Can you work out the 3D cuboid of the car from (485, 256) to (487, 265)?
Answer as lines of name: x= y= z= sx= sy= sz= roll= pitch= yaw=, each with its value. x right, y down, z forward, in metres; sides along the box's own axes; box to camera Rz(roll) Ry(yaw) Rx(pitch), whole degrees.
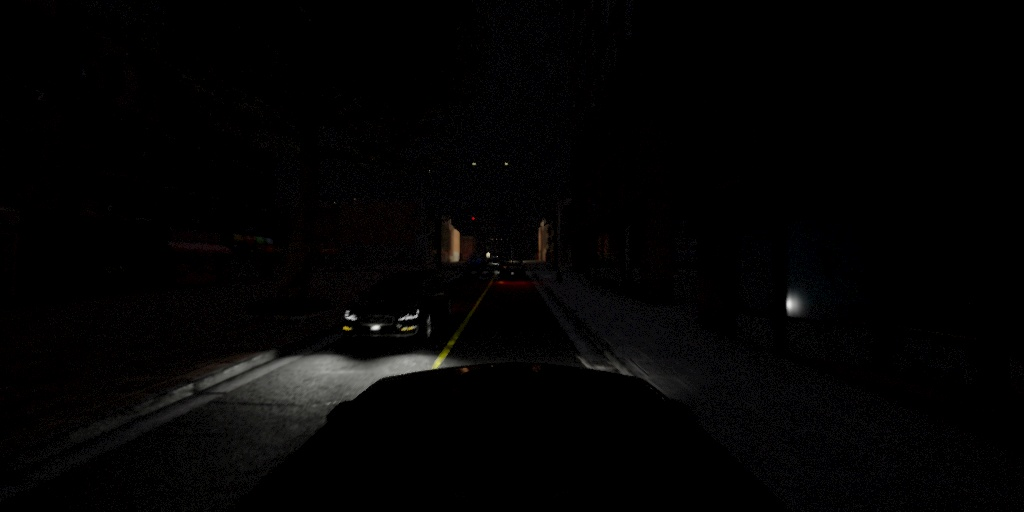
car: x=-5.458 y=0.835 z=56.416 sx=2.007 sy=1.370 sz=4.403 roll=0 pitch=0 yaw=0

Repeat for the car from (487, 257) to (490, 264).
car: x=-5.474 y=0.609 z=61.402 sx=2.192 sy=1.841 sz=5.009 roll=0 pitch=0 yaw=0

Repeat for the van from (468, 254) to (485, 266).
van: x=-5.448 y=0.620 z=53.096 sx=1.690 sy=1.789 sz=3.998 roll=0 pitch=0 yaw=0

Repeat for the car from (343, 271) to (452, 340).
car: x=-2.848 y=1.215 z=9.910 sx=1.837 sy=1.490 sz=4.892 roll=0 pitch=1 yaw=0

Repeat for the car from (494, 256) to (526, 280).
car: x=0.032 y=0.919 z=26.759 sx=2.128 sy=1.511 sz=4.902 roll=0 pitch=1 yaw=0
